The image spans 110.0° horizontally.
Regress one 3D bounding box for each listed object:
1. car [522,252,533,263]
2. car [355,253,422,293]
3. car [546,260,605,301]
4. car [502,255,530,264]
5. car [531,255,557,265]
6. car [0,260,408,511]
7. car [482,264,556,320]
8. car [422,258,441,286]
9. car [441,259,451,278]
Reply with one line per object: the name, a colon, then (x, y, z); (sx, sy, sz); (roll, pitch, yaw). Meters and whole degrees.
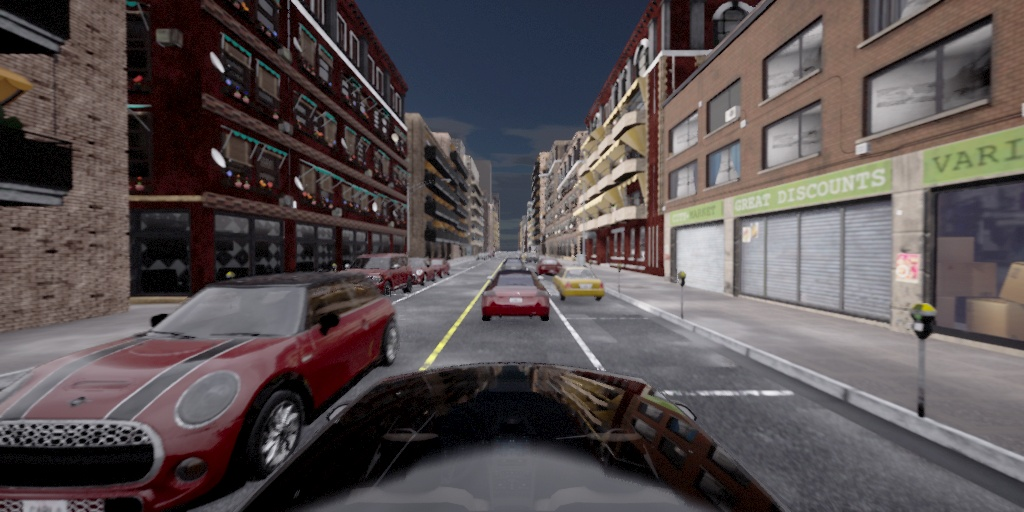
car: (2.721, 0.442, 49.098); (2.007, 1.370, 4.403); (0, 0, 0)
car: (-5.683, 0.818, 15.297); (2.192, 1.841, 5.009); (0, 0, 0)
car: (2.697, 1.030, 15.457); (1.751, 1.417, 4.829); (0, 0, 0)
car: (0.119, 0.825, 28.703); (1.994, 1.385, 4.181); (0, 1, 0)
car: (2.705, 0.846, 26.557); (1.888, 1.381, 4.507); (0, 0, 0)
car: (-3.097, 1.049, 4.611); (2.097, 1.767, 4.553); (0, 1, 0)
car: (0.107, 1.132, 11.739); (1.994, 1.385, 4.181); (0, 1, 0)
car: (-5.679, 0.842, 20.931); (1.967, 1.591, 4.097); (0, 0, 0)
car: (-5.675, 0.845, 26.568); (1.888, 1.381, 4.507); (0, 0, 0)
